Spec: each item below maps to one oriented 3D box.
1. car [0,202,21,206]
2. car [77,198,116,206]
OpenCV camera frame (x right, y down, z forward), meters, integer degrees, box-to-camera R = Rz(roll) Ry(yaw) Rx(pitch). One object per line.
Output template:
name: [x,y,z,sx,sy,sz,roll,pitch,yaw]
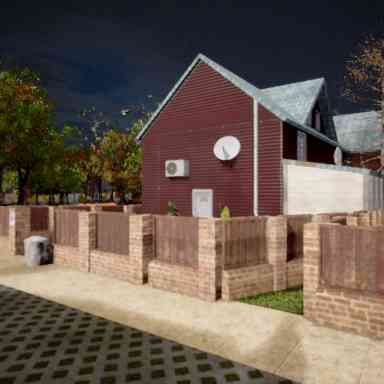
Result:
car: [-14.834,1.545,25.019,1.837,1.490,4.892,0,0,35]
car: [-9.575,1.422,32.436,2.097,1.767,4.553,0,0,35]
